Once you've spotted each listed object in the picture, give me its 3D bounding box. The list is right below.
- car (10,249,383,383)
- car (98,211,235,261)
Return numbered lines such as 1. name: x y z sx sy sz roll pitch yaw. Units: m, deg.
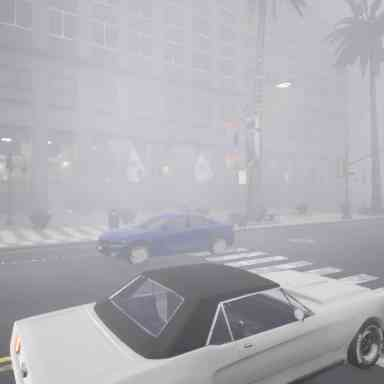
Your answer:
1. car: 0.481 1.601 4.134 4.718 1.301 1.895 0 0 -33
2. car: -0.761 1.477 11.750 5.008 1.535 1.882 0 0 -33
